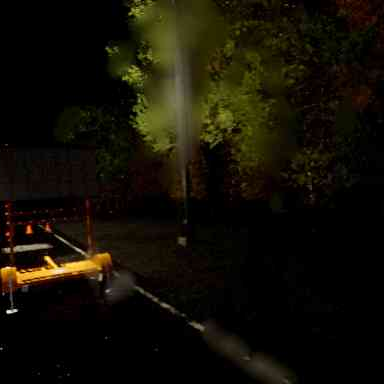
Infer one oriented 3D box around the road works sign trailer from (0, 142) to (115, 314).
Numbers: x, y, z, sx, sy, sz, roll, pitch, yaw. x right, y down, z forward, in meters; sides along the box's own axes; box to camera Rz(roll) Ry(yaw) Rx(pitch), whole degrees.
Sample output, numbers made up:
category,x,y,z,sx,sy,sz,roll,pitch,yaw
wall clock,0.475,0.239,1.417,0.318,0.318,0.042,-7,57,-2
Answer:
category,x,y,z,sx,sy,sz,roll,pitch,yaw
road works sign trailer,-3.540,0.595,8.349,2.380,3.560,2.880,-3,1,-31
